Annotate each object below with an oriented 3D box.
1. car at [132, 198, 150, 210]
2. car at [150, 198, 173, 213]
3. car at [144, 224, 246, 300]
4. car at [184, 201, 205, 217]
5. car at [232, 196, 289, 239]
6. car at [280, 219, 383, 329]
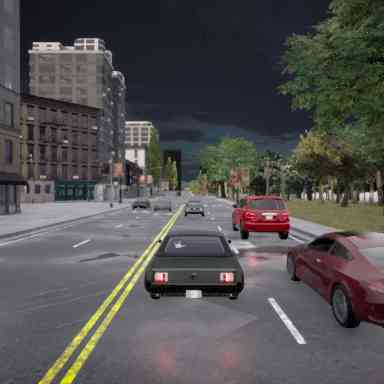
[{"bbox_3d":[-6.420,1.524,42.700,2.033,1.411,5.357,0,0,1],"label":"car"},{"bbox_3d":[-3.204,1.486,37.374,1.837,1.490,4.892,0,0,0],"label":"car"},{"bbox_3d":[0.073,1.599,8.374,1.895,1.301,4.718,0,0,1],"label":"car"},{"bbox_3d":[0.218,1.533,31.427,2.033,1.411,5.357,0,0,0],"label":"car"},{"bbox_3d":[3.406,1.216,17.269,2.150,2.045,5.566,0,0,0],"label":"car"},{"bbox_3d":[3.372,1.524,6.812,1.812,1.442,4.674,0,0,0],"label":"car"}]
